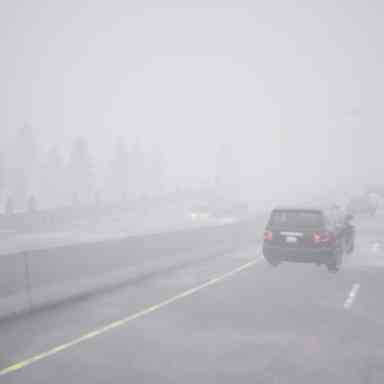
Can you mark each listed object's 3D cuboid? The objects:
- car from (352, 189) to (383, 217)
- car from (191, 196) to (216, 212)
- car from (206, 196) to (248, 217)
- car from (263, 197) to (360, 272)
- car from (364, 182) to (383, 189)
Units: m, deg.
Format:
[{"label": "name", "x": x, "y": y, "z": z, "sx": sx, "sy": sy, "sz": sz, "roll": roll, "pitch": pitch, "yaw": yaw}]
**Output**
[{"label": "car", "x": 12.930, "y": 0.925, "z": 25.189, "sx": 2.128, "sy": 1.511, "sz": 4.902, "roll": -2, "pitch": 4, "yaw": 33}, {"label": "car", "x": 2.029, "y": 1.174, "z": 34.267, "sx": 2.033, "sy": 1.411, "sz": 5.357, "roll": -2, "pitch": 4, "yaw": 33}, {"label": "car", "x": 3.524, "y": 1.289, "z": 30.167, "sx": 1.812, "sy": 1.442, "sz": 4.674, "roll": -2, "pitch": 3, "yaw": 33}, {"label": "car", "x": 4.383, "y": 1.419, "z": 11.968, "sx": 2.150, "sy": 2.045, "sz": 5.566, "roll": -2, "pitch": 0, "yaw": 33}, {"label": "car", "x": 19.713, "y": -0.286, "z": 35.753, "sx": 1.837, "sy": 1.490, "sz": 4.892, "roll": -2, "pitch": 6, "yaw": 33}]
